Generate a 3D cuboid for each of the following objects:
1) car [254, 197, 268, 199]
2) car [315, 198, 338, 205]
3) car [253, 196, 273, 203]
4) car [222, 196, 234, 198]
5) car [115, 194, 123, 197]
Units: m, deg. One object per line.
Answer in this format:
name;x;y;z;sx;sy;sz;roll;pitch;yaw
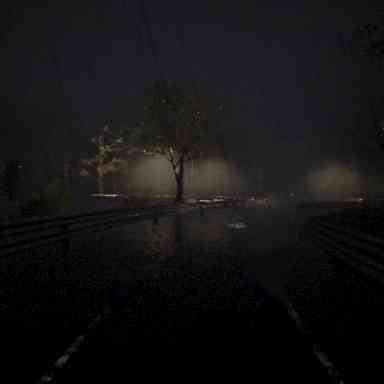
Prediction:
car;15.126;1.802;71.190;4.553;1.767;2.097;1;0;-36
car;34.560;2.462;85.417;4.902;1.511;2.128;1;0;-36
car;17.302;1.926;81.458;5.008;1.535;1.882;1;0;-36
car;8.045;1.591;70.344;4.553;1.767;2.097;1;0;-36
car;-11.760;1.160;60.190;4.674;1.442;1.812;2;0;-36
